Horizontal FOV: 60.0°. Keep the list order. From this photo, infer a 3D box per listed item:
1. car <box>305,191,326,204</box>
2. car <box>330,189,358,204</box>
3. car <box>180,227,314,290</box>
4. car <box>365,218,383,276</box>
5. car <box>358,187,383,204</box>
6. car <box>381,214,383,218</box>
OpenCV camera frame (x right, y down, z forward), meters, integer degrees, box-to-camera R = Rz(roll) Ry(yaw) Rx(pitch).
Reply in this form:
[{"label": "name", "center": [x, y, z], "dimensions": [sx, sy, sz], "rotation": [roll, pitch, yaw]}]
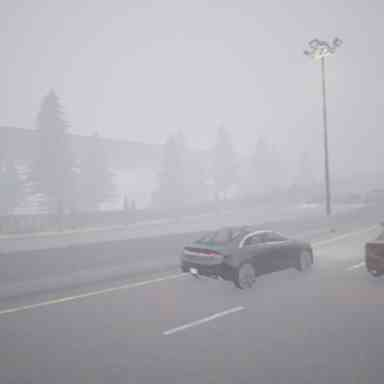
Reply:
[{"label": "car", "center": [15.786, 0.652, 41.494], "dimensions": [4.181, 1.385, 1.994], "rotation": [-8, 3, -41]}, {"label": "car", "center": [18.042, 0.471, 38.825], "dimensions": [4.674, 1.442, 1.812], "rotation": [-8, 3, -41]}, {"label": "car", "center": [1.870, 1.822, 10.204], "dimensions": [4.902, 1.511, 2.128], "rotation": [0, -2, -41]}, {"label": "car", "center": [7.017, 1.627, 10.061], "dimensions": [5.008, 1.535, 1.882], "rotation": [-2, -1, -41]}, {"label": "car", "center": [20.336, 0.301, 36.186], "dimensions": [4.892, 1.490, 1.837], "rotation": [-9, 3, -41]}, {"label": "car", "center": [13.326, 1.426, 20.354], "dimensions": [5.357, 1.411, 2.033], "rotation": [-5, 1, -41]}]
